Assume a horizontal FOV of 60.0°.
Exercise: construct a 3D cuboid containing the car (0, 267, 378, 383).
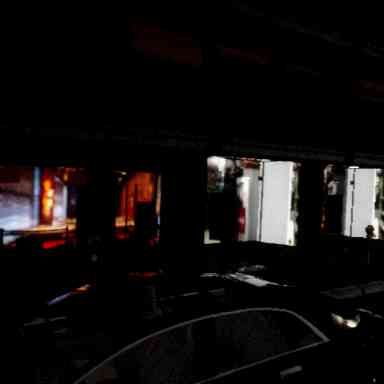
[{"bbox_3d":[-0.404,1.410,2.662,4.403,1.369,2.008,1,2,-28],"label":"car"}]
